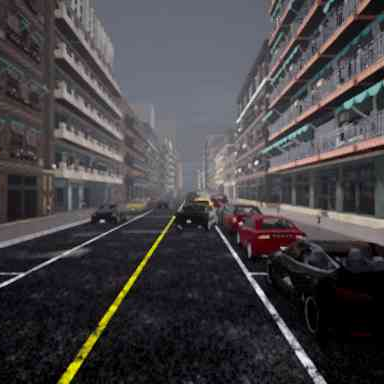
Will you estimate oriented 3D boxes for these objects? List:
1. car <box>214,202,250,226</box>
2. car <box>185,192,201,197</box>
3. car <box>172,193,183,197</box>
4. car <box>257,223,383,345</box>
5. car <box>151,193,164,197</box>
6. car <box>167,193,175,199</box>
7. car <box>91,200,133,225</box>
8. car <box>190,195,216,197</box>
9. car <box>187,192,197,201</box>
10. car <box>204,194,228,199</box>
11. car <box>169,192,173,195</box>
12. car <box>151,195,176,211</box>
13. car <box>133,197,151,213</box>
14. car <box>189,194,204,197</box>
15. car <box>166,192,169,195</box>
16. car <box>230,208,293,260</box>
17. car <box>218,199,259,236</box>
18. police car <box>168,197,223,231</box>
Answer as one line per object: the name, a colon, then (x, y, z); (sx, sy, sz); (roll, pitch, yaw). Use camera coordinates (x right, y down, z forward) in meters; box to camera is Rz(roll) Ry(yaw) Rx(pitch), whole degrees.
car: (2.693, 1.440, 23.260); (2.008, 1.369, 4.403); (0, 0, 0)
car: (0.002, 0.946, 56.164); (2.150, 2.045, 5.566); (0, 0, 0)
car: (-2.997, 1.005, 77.945); (1.882, 1.535, 5.008); (0, 0, 0)
car: (2.692, 1.536, 6.352); (1.947, 1.339, 4.313); (0, 0, 0)
car: (-5.687, 1.189, 51.447); (1.967, 1.590, 4.097); (0, 0, 0)
car: (-5.685, 0.985, 90.900); (1.967, 1.590, 4.097); (0, 0, 0)
car: (-5.688, 1.456, 23.264); (1.947, 1.339, 4.313); (0, 0, 0)
car: (0.901, 1.336, 29.757); (1.882, 1.535, 5.008); (0, 0, 0)
car: (0.002, 0.876, 71.104); (2.097, 1.767, 4.553); (0, 0, 0)
car: (2.695, 1.149, 34.532); (2.192, 1.841, 5.009); (0, 0, 0)
car: (-5.684, 0.890, 85.264); (2.192, 1.841, 5.009); (0, 0, 0)
car: (-3.093, 1.385, 37.171); (1.994, 1.385, 4.181); (0, 0, 0)
car: (-5.687, 1.361, 34.367); (1.752, 1.417, 4.829); (0, 0, 0)
car: (0.831, 1.283, 35.939); (1.801, 1.575, 5.366); (0, 0, -1)
car: (-5.686, 1.035, 57.082); (2.192, 1.841, 5.009); (0, 0, 0)
car: (2.693, 1.488, 11.988); (1.887, 1.381, 4.507); (0, 0, 0)
car: (2.693, 1.357, 17.624); (1.967, 1.590, 4.097); (0, 0, 0)
police car: (0.389, 1.326, 20.095); (1.930, 1.638, 5.238); (-1, 0, 13)
